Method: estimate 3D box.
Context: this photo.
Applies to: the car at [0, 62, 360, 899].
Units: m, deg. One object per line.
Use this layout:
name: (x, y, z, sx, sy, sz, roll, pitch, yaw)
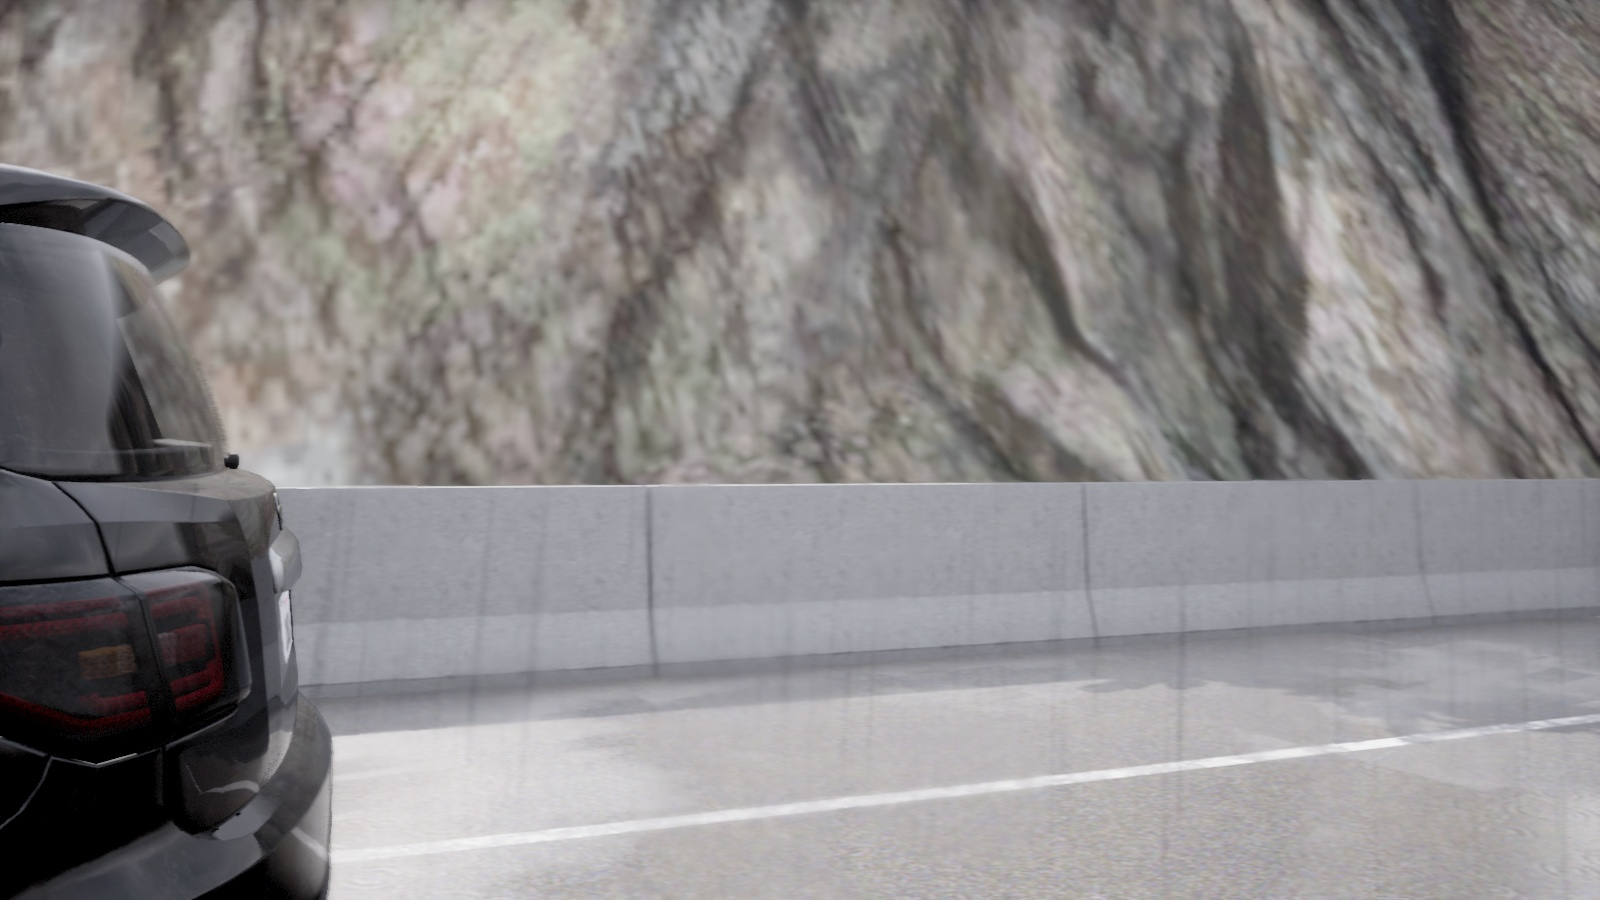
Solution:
car: (-3.620, 0.534, 1.870, 5.566, 2.045, 2.150, -1, 1, -20)
